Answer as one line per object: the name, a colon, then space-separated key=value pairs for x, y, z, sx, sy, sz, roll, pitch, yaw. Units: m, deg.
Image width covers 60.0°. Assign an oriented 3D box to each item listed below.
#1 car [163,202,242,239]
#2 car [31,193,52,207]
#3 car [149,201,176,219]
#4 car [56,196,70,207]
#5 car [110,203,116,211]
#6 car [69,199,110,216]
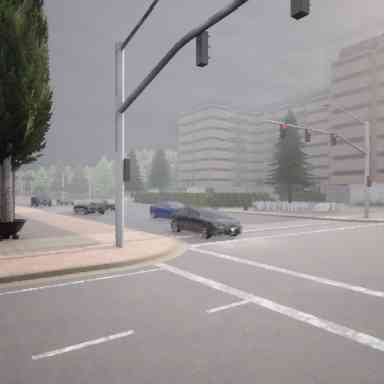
car: x=0.587 y=1.505 z=17.452 sx=1.837 sy=1.490 sz=4.892 roll=0 pitch=0 yaw=-33
car: x=-23.035 y=1.206 z=50.678 sx=2.150 sy=2.045 sz=5.566 roll=0 pitch=0 yaw=-36
car: x=-1.619 y=1.478 z=26.818 sx=1.882 sy=1.535 sz=5.008 roll=0 pitch=0 yaw=-36
car: x=-20.303 y=1.443 z=52.875 sx=1.812 sy=1.442 sz=4.674 roll=0 pitch=0 yaw=-36
car: x=-10.489 y=1.600 z=39.112 sx=1.895 sy=1.301 sz=4.718 roll=0 pitch=0 yaw=-36
car: x=-10.109 y=1.601 z=32.600 sx=1.895 sy=1.301 sz=4.718 roll=0 pitch=0 yaw=-36
